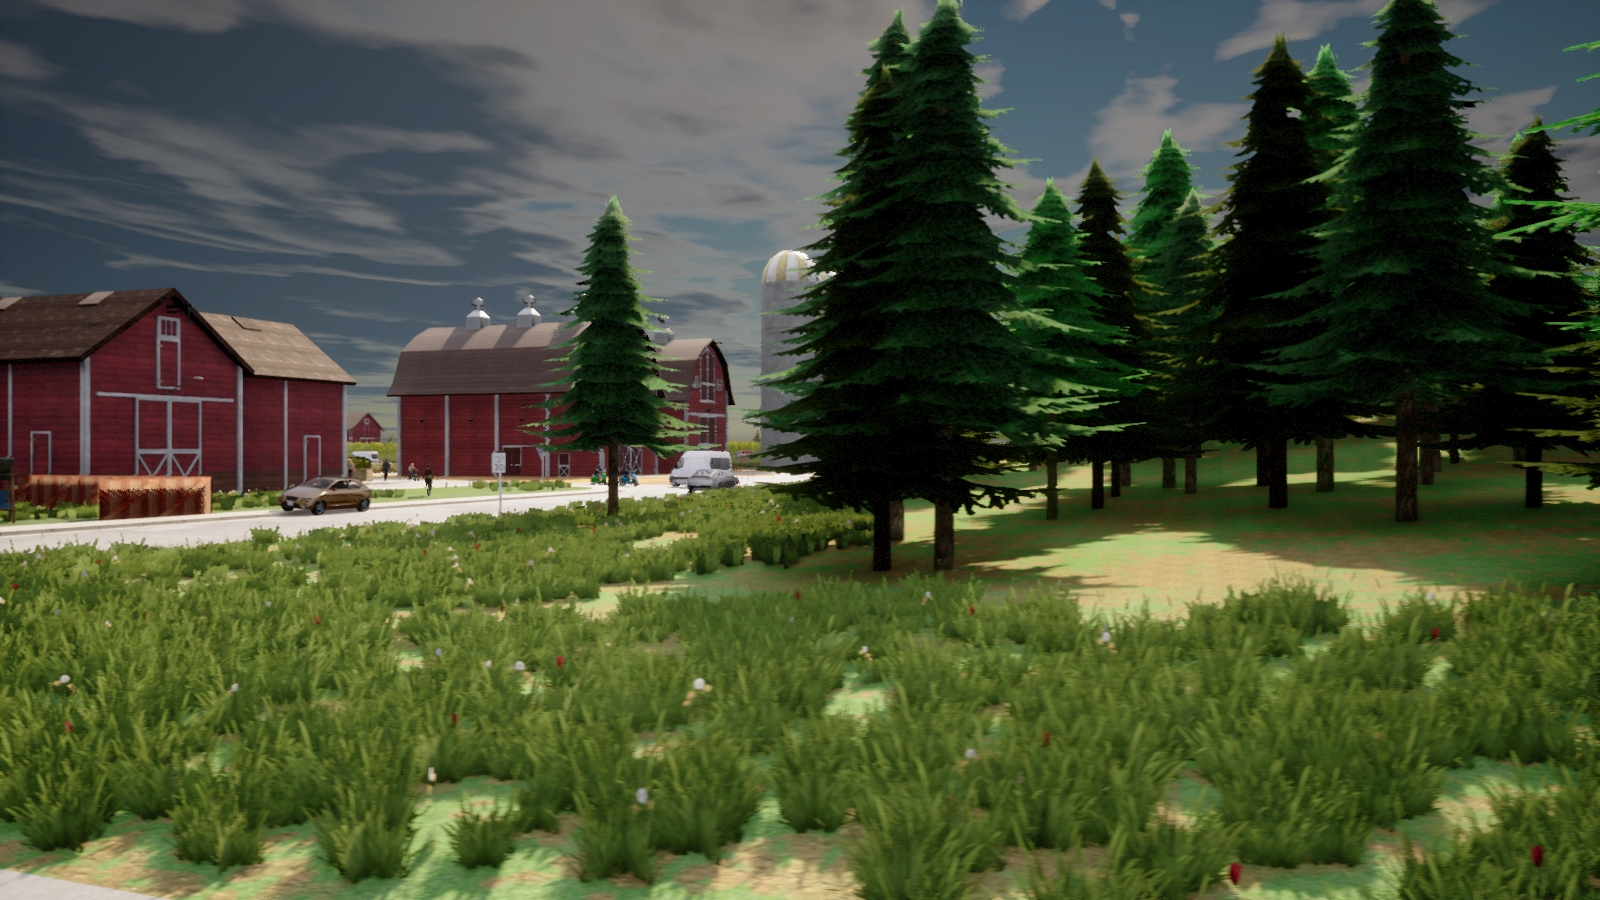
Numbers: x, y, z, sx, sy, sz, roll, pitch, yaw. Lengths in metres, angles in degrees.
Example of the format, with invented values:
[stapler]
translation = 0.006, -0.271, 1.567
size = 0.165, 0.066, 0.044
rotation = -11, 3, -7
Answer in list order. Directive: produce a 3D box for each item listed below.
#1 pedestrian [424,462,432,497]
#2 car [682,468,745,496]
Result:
[pedestrian]
translation = -19.750, 1.556, 60.669
size = 0.375, 1.860, 0.375
rotation = 0, 0, -13
[car]
translation = -5.257, 1.910, 69.876
size = 2.128, 1.511, 4.902
rotation = 0, 0, 18
